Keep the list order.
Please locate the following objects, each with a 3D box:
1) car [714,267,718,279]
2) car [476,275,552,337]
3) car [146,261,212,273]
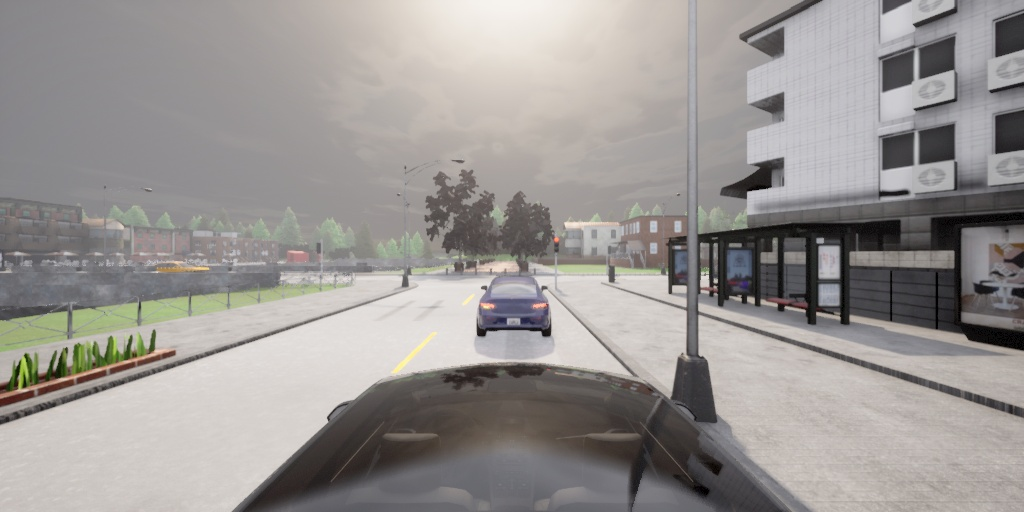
[{"bbox_3d":[19.120,1.301,30.248,4.181,1.385,1.994,0,0,0],"label":"car"},{"bbox_3d":[0.063,1.272,10.161,1.812,1.442,4.674,0,0,1],"label":"car"},{"bbox_3d":[-28.178,1.214,30.366,5.008,1.535,1.882,0,0,0],"label":"car"}]
